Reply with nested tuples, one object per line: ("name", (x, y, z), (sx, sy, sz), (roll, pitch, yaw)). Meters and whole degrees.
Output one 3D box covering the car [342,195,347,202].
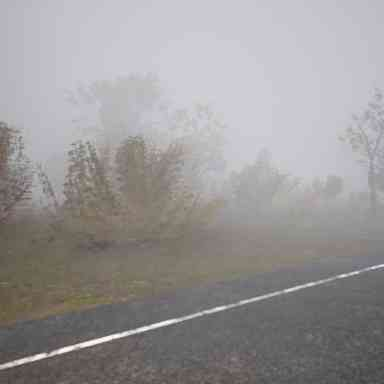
("car", (31.782, 1.365, 71.796), (2.033, 1.411, 5.357), (0, 0, -37))
